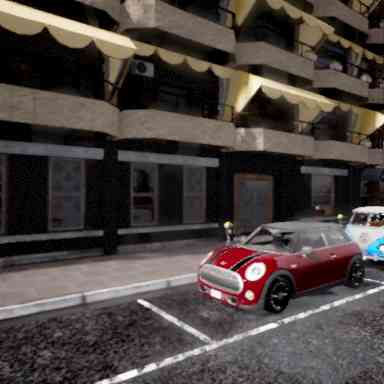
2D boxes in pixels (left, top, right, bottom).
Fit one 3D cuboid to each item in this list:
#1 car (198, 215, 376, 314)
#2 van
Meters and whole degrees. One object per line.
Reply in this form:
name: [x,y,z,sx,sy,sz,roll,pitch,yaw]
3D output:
car: [2.096,1.444,7.580,4.097,1.590,1.967,0,0,-35]
van: [6.607,1.349,10.790,3.998,1.788,1.690,0,0,-35]
